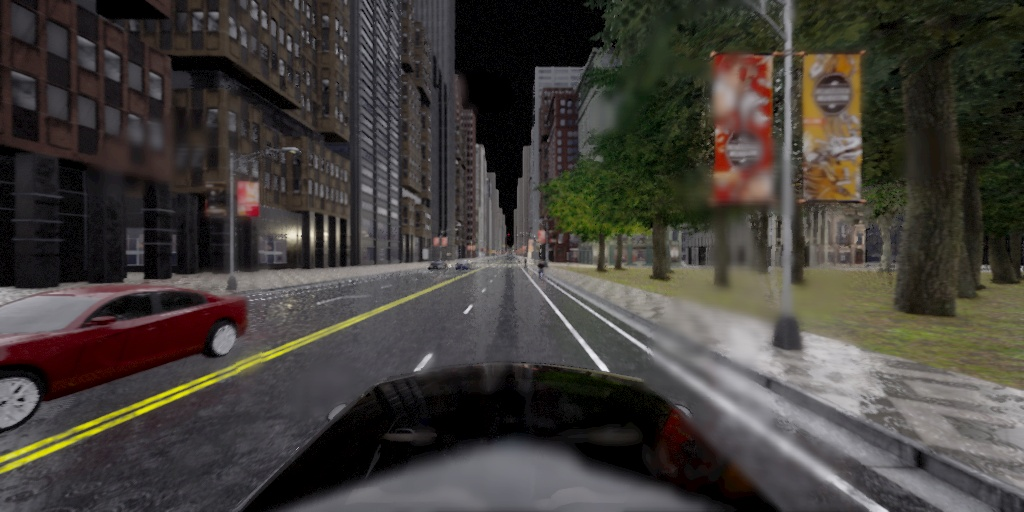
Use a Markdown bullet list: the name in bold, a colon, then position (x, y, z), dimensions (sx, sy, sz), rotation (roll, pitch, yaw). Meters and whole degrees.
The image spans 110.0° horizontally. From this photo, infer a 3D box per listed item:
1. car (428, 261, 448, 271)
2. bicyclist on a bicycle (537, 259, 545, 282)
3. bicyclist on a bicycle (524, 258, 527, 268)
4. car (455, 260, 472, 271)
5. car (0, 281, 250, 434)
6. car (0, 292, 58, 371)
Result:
- **car**: position (-9.819, 1.303, 47.844), dimensions (1.994, 1.385, 4.181), rotation (0, 0, 0)
- **bicyclist on a bicycle**: position (2.249, 1.101, 27.730), dimensions (0.659, 1.776, 1.843), rotation (0, 1, 0)
- **bicyclist on a bicycle**: position (2.248, 1.208, 59.072), dimensions (0.582, 1.620, 1.656), rotation (0, 0, 0)
- **car**: position (-6.565, 1.288, 49.343), dimensions (2.033, 1.411, 5.357), rotation (0, 0, 0)
- **car**: position (-6.600, 1.224, 5.633), dimensions (1.882, 1.535, 5.008), rotation (0, 0, 0)
- **car**: position (-9.850, 1.348, 4.664), dimensions (1.895, 1.301, 4.718), rotation (0, 0, 0)
